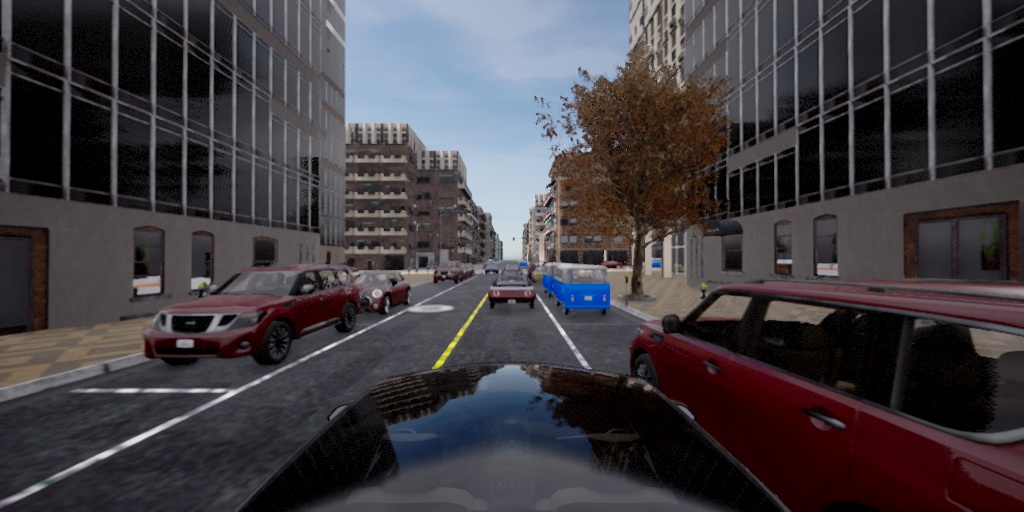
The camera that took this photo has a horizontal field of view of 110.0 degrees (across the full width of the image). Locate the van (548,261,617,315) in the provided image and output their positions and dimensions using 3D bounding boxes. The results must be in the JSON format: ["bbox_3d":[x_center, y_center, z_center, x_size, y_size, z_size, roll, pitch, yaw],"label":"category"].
[{"bbox_3d":[2.565,1.204,13.887,1.690,1.789,3.998,0,0,0],"label":"van"}]

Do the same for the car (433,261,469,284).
[{"bbox_3d":[-5.316,1.332,30.529,2.192,1.841,5.009,0,0,0],"label":"car"}]

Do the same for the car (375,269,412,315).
[{"bbox_3d":[-5.316,1.303,13.887,1.967,1.591,4.097,0,0,0],"label":"car"}]

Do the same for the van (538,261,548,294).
[{"bbox_3d":[2.565,1.256,19.435,1.690,1.789,3.998,0,0,0],"label":"van"}]

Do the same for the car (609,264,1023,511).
[{"bbox_3d":[2.569,1.075,2.791,2.192,1.841,5.009,0,0,0],"label":"car"}]

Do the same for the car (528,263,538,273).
[{"bbox_3d":[2.565,1.543,30.699,1.751,1.417,4.829,0,0,0],"label":"car"}]

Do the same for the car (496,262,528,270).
[{"bbox_3d":[0.003,1.516,31.153,2.128,1.511,4.902,0,0,0],"label":"car"}]

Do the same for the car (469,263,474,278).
[{"bbox_3d":[-5.315,1.508,36.076,1.967,1.591,4.097,0,0,0],"label":"car"}]

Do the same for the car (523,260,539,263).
[{"bbox_3d":[2.565,1.383,36.076,2.192,1.841,5.009,0,0,0],"label":"car"}]

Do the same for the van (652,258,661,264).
[{"bbox_3d":[22.961,1.262,56.637,3.998,1.789,1.690,0,0,0],"label":"van"}]

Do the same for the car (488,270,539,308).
[{"bbox_3d":[0.001,1.484,15.964,1.895,1.301,4.718,0,0,0],"label":"car"}]

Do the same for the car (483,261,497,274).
[{"bbox_3d":[-2.752,1.750,50.200,2.033,1.411,5.357,0,-1,0],"label":"car"}]

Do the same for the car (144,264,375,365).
[{"bbox_3d":[-5.316,1.127,8.340,2.192,1.841,5.009,0,0,0],"label":"car"}]
